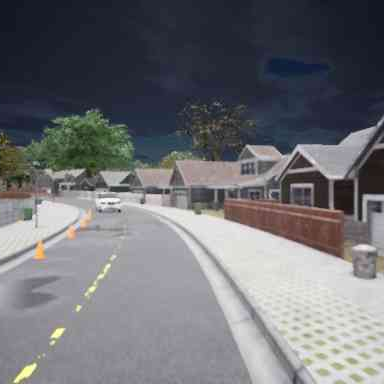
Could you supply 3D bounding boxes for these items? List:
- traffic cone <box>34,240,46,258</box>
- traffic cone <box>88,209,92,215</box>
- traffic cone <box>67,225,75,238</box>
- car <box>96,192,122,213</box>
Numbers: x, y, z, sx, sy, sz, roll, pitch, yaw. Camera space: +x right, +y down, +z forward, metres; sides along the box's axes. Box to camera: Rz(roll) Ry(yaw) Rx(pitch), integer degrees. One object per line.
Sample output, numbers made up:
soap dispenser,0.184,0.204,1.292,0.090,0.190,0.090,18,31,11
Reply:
traffic cone,-5.146,1.921,11.270,0.340,0.580,0.340,0,0,-7
traffic cone,-7.914,1.816,25.646,0.340,0.580,0.340,0,1,-15
traffic cone,-5.844,1.887,16.103,0.340,0.580,0.340,0,0,-10
car,-8.596,1.012,34.186,2.150,2.045,5.566,0,1,-20
